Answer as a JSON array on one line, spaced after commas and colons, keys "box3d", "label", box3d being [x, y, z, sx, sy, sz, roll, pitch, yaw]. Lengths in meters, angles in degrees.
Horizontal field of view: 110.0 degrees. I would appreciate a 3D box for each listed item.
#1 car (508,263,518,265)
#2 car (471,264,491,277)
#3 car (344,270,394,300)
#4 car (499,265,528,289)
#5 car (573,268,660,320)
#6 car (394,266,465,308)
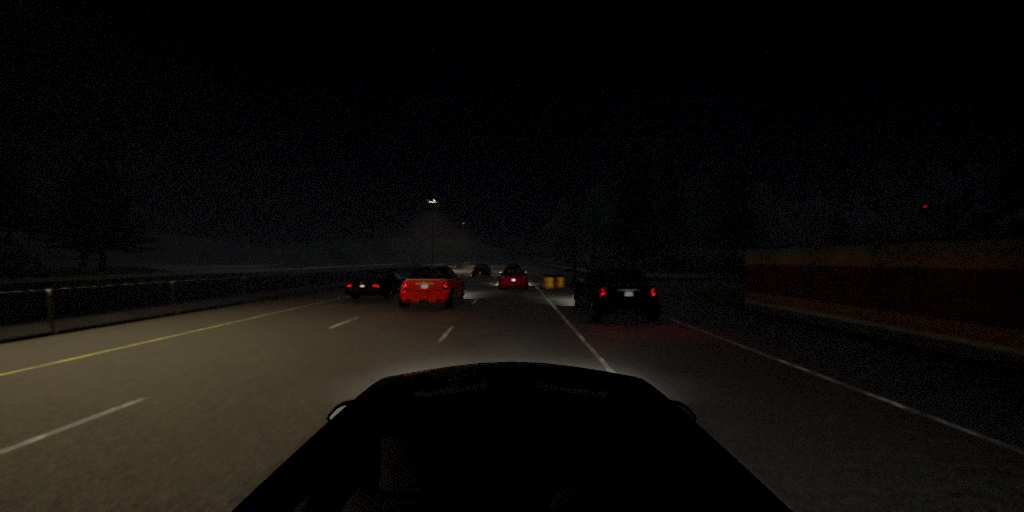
[{"box3d": [0.110, 1.680, 46.424, 1.812, 1.442, 4.674, 0, 0, 0], "label": "car"}, {"box3d": [-3.391, 1.628, 40.678, 1.812, 1.442, 4.674, 0, 0, 0], "label": "car"}, {"box3d": [-6.899, 1.454, 19.022, 2.033, 1.411, 5.357, 0, 0, 0], "label": "car"}, {"box3d": [0.102, 1.525, 25.032, 1.994, 1.385, 4.181, 0, 0, 0], "label": "car"}, {"box3d": [3.602, 1.206, 13.173, 2.097, 1.767, 4.553, 0, 0, 0], "label": "car"}, {"box3d": [-3.397, 1.231, 16.059, 2.097, 1.767, 4.553, 0, -1, 0], "label": "car"}]
